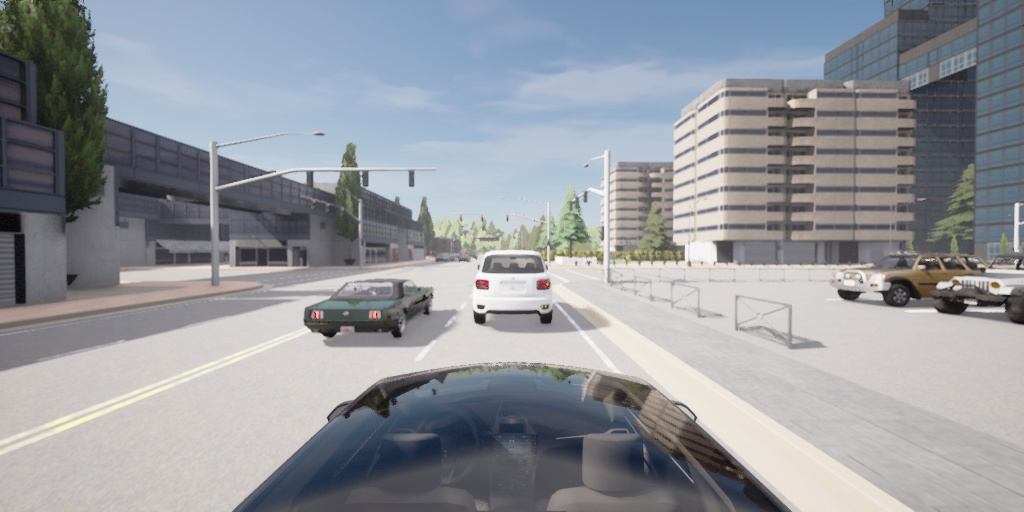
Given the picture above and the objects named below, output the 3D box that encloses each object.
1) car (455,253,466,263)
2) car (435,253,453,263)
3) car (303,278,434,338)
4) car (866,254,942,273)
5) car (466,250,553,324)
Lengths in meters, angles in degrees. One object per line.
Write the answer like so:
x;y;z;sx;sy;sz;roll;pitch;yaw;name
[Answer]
-8.631;0.506;64.845;1.895;1.301;4.718;0;1;-1;car
-12.092;0.284;62.658;2.097;1.767;4.553;0;1;-2;car
-3.473;1.242;9.798;1.895;1.301;4.718;0;1;0;car
41.620;0.815;38.178;5.357;1.411;2.033;0;1;-1;car
0.028;0.840;11.534;2.150;2.045;5.566;0;1;0;car
